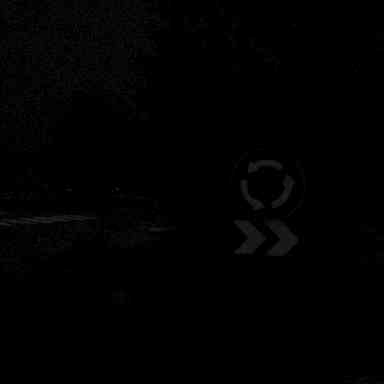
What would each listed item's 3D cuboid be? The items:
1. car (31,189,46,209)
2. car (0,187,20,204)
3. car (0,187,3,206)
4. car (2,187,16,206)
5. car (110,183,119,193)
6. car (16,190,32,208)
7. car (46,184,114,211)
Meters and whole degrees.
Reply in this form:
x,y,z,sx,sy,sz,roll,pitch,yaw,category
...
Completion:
x,y,z,sx,sy,sz,roll,pitch,yaw,category
-12.037,0.768,31.068,2.231,1.521,4.892,1,0,18,car
-23.985,0.413,40.295,2.435,2.045,5.566,1,0,18,car
-19.199,0.580,36.646,2.185,1.767,4.553,1,0,18,car
-16.803,0.601,34.796,2.185,1.767,4.553,1,0,18,car
-10.672,-0.550,38.687,4.718,1.301,1.895,6,4,38,car
-14.440,0.621,32.887,2.185,1.767,4.553,0,0,18,car
-9.652,0.536,29.239,2.435,2.045,5.566,0,0,18,car
